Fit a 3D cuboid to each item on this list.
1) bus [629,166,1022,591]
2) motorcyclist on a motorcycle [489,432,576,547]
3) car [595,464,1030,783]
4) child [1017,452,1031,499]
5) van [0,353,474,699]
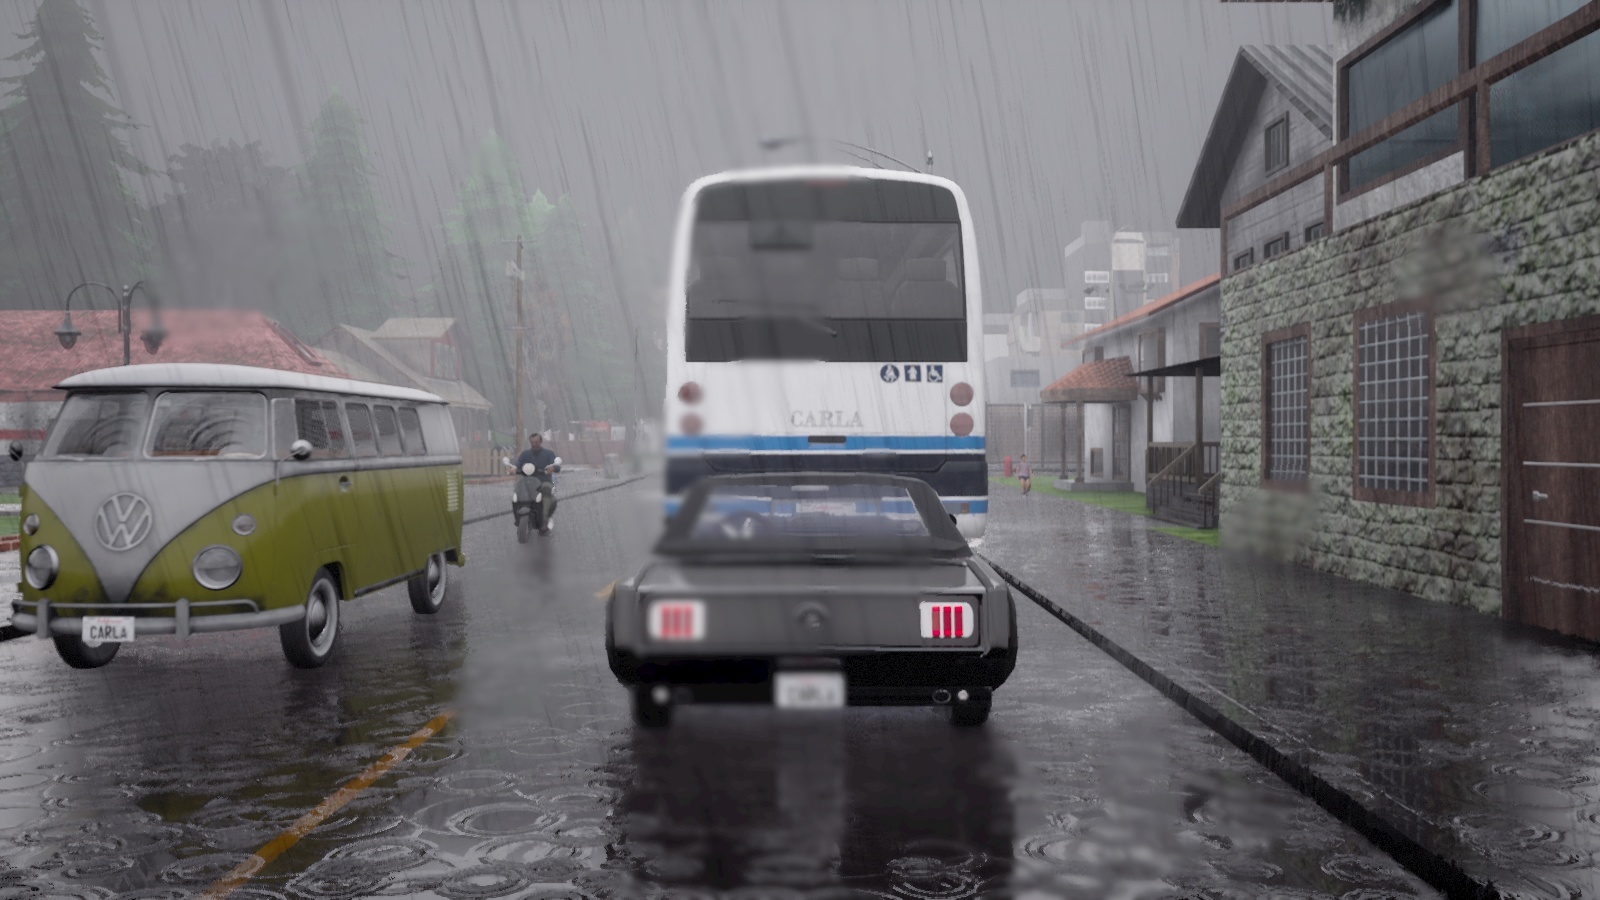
[{"bbox_3d":[0.163,-0.771,17.766,3.944,4.253,10.273,0,1,-1],"label":"bus"},{"bbox_3d":[-3.873,0.551,18.334,0.866,1.590,1.817,0,0,0],"label":"motorcyclist on a motorcycle"},{"bbox_3d":[0.063,0.784,7.838,1.895,1.301,4.718,0,0,0],"label":"car"},{"bbox_3d":[5.388,0.601,30.174,0.255,1.110,0.394,0,0,-3],"label":"child"},{"bbox_3d":[-3.927,0.422,9.442,1.775,1.987,4.442,0,0,0],"label":"van"}]
